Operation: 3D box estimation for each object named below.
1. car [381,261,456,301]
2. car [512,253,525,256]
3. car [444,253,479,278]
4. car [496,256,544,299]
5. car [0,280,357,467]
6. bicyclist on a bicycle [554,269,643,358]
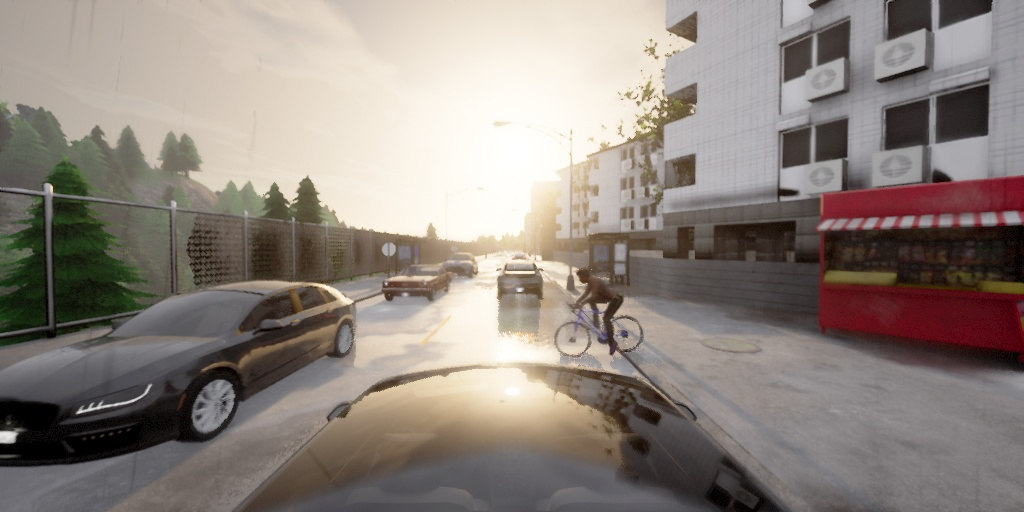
[{"bbox_3d":[-3.855,1.055,15.288,1.895,1.301,4.718,0,1,1],"label":"car"},{"bbox_3d":[0.907,0.336,45.255,1.812,1.442,4.674,0,1,1],"label":"car"},{"bbox_3d":[-3.641,0.585,25.569,2.097,1.767,4.553,0,1,1],"label":"car"},{"bbox_3d":[0.350,0.951,15.792,1.837,1.490,4.892,0,1,1],"label":"car"},{"bbox_3d":[-4.048,1.176,5.317,1.837,1.490,4.892,0,1,1],"label":"car"},{"bbox_3d":[1.552,1.036,6.604,1.656,1.620,0.582,-6,1,1],"label":"bicyclist on a bicycle"}]
